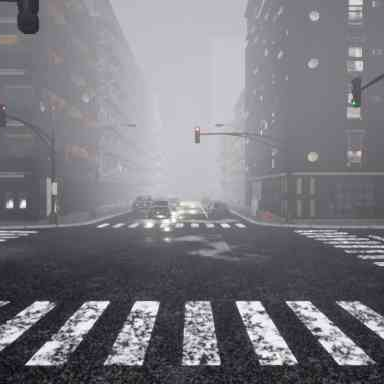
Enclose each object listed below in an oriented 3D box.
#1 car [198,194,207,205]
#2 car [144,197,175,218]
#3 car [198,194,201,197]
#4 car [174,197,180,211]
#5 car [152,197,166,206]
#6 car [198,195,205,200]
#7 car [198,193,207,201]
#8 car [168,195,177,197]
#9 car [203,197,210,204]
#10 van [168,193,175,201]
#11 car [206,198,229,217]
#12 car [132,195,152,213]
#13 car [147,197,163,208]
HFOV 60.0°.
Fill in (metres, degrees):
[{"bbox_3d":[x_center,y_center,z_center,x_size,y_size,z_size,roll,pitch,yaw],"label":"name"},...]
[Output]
[{"bbox_3d":[2.565,1.523,59.160,1.887,1.381,4.507,-1,0,0],"label":"car"},{"bbox_3d":[-2.836,1.496,30.197,1.837,1.490,4.892,0,0,0],"label":"car"},{"bbox_3d":[2.569,1.550,75.778,1.802,1.307,4.206,-1,0,0],"label":"car"},{"bbox_3d":[-2.831,1.587,40.297,1.895,1.301,4.718,0,0,0],"label":"car"},{"bbox_3d":[-5.315,1.562,53.676,1.802,1.307,4.206,-1,0,0],"label":"car"},{"bbox_3d":[2.572,1.539,92.395,1.802,1.307,4.206,-1,0,0],"label":"car"},{"bbox_3d":[2.567,1.280,81.317,2.192,1.841,5.009,-1,0,0],"label":"car"},{"bbox_3d":[-2.764,1.529,50.948,2.033,1.411,5.357,0,0,1],"label":"car"},{"bbox_3d":[2.561,1.539,37.003,2.008,1.369,4.403,-1,0,0],"label":"car"},{"bbox_3d":[-5.312,1.302,86.899,1.690,1.788,3.998,-1,0,0],"label":"van"},{"bbox_3d":[2.561,1.572,31.464,1.802,1.307,4.206,-1,0,0],"label":"car"},{"bbox_3d":[-5.322,1.303,37.064,2.192,1.841,5.009,-1,0,0],"label":"car"},{"bbox_3d":[-5.317,1.508,47.968,1.752,1.417,4.829,-1,0,0],"label":"car"}]
